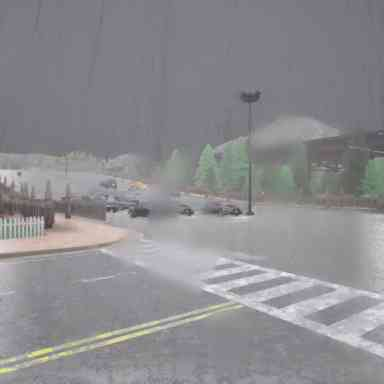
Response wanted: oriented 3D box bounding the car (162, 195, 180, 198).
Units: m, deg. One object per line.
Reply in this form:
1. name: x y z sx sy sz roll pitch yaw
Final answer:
1. car: -2.961 1.432 38.686 1.882 1.535 5.008 0 1 -37

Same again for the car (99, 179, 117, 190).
1. car: -17.640 -1.706 70.007 2.150 2.045 5.566 0 7 -37

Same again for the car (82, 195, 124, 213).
1. car: -9.776 1.457 36.087 2.033 1.411 5.357 0 2 -37

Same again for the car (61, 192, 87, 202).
1. car: -16.101 0.904 44.468 1.837 1.490 4.892 0 4 -37

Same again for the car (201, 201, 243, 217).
1. car: 2.750 1.559 31.170 1.994 1.385 4.181 0 0 -37

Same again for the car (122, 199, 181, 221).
1. car: -3.498 1.545 27.816 2.033 1.411 5.357 0 0 -37

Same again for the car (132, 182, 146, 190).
1. car: -11.943 -1.425 74.037 1.882 1.535 5.008 0 7 -37

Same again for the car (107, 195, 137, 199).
1. car: -8.041 1.422 39.594 1.994 1.385 4.181 0 2 -37

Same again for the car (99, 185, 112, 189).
1. car: -15.455 0.170 55.344 1.837 1.490 4.892 0 6 -37

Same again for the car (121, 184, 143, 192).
1. car: -11.517 -0.063 61.984 1.895 1.301 4.718 0 7 -37

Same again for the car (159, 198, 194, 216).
1. car: -1.627 1.557 31.144 1.994 1.385 4.181 0 0 -37

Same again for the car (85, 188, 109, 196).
1. car: -14.242 0.635 47.823 2.097 1.767 4.553 0 4 -37

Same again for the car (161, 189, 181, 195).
1. car: -4.104 0.166 63.774 2.128 1.511 4.902 0 6 -37

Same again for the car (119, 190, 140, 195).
1. car: -9.323 1.008 47.110 1.882 1.535 5.008 0 4 -37
